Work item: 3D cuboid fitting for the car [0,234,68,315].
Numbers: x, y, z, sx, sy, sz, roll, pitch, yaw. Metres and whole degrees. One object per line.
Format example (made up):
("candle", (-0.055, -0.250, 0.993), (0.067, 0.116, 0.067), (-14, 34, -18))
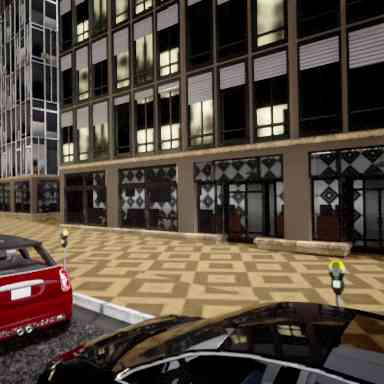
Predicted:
("car", (-3.933, 1.440, 5.833), (4.097, 1.590, 1.967), (0, -1, 37))

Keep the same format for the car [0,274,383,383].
("car", (0.642, 1.566, 2.454), (4.313, 1.339, 1.947), (0, -1, 36))
